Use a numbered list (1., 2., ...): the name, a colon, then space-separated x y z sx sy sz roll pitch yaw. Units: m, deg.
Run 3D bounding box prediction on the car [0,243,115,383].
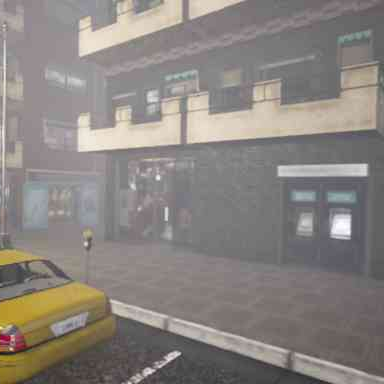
1. car: -3.298 1.475 5.170 4.829 1.417 1.752 1 1 35
